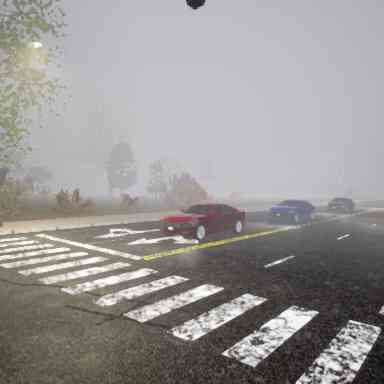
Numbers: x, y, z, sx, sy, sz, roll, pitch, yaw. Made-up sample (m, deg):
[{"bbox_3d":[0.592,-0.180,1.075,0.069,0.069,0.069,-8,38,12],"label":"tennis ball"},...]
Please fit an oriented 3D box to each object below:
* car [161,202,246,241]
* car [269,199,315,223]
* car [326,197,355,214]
[{"bbox_3d":[0.682,1.240,15.714,1.882,1.535,5.008,2,1,39],"label":"car"},{"bbox_3d":[7.263,1.257,23.911,1.882,1.535,5.008,2,1,38],"label":"car"},{"bbox_3d":[15.085,1.304,33.643,1.837,1.490,4.892,2,1,39],"label":"car"}]
